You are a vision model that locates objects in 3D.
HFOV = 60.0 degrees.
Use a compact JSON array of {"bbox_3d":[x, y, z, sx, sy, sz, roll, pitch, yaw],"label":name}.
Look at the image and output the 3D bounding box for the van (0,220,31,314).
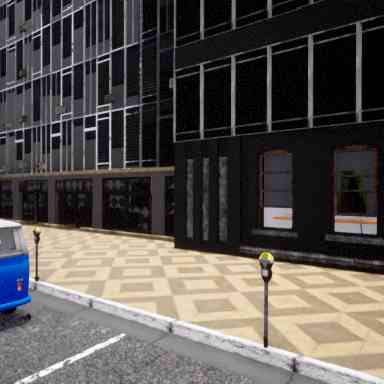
[{"bbox_3d":[-4.728,1.340,6.260,3.998,1.788,1.690,0,0,36],"label":"van"}]
